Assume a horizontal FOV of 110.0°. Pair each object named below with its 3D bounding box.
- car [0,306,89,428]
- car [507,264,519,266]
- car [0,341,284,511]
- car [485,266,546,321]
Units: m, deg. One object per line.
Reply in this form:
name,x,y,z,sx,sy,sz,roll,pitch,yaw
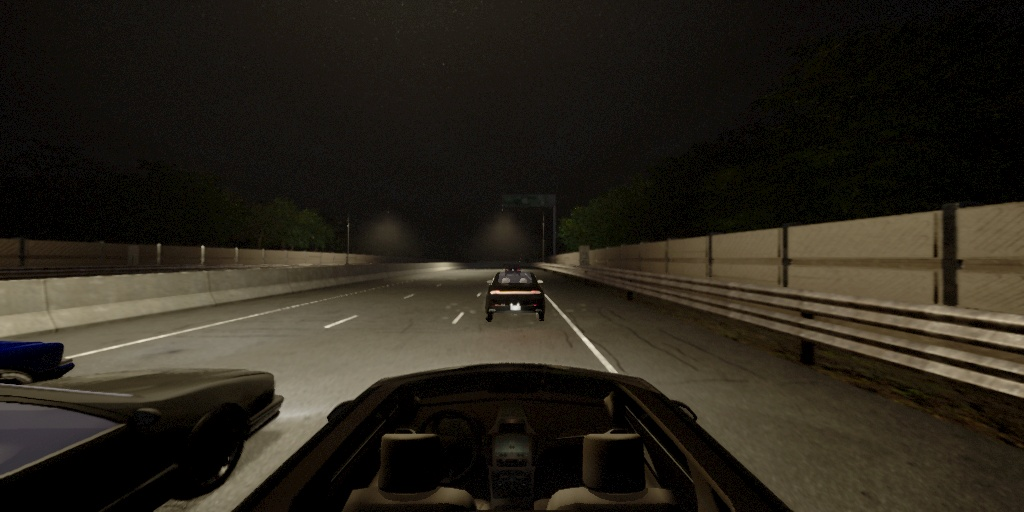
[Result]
car,-6.899,1.352,2.689,1.895,1.301,4.718,0,0,0
car,0.108,1.589,41.283,2.033,1.411,5.357,0,-1,0
car,-3.400,1.298,1.398,2.033,1.411,5.357,0,0,0
car,0.103,1.267,12.574,2.128,1.511,4.902,0,0,0
